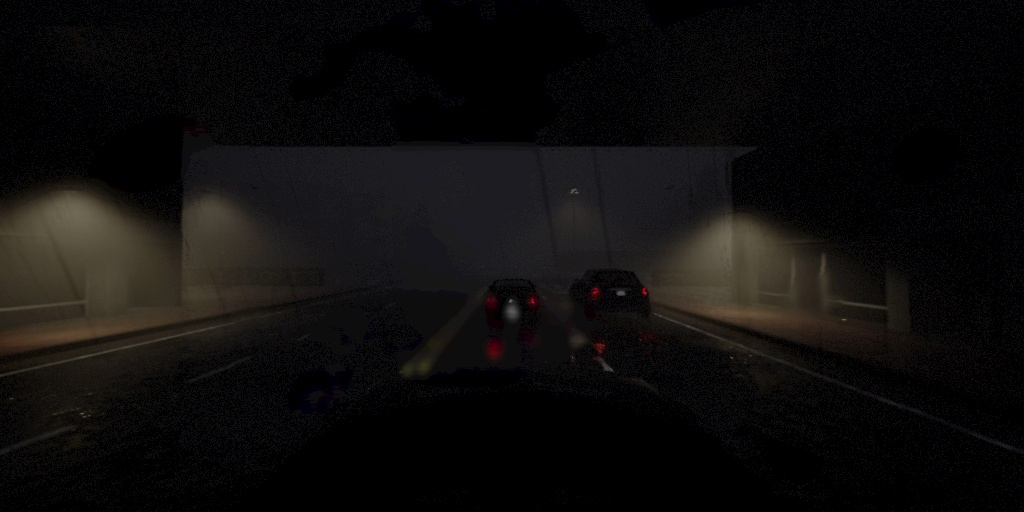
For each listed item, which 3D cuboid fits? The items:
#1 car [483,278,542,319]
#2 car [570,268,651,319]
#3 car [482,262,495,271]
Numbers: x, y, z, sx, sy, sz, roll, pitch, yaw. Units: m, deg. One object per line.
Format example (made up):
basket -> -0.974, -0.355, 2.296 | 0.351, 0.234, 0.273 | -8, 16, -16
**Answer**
car -> 0.040, 1.486, 13.438 | 1.895, 1.301, 4.718 | 0, -1, 1
car -> 3.545, 1.240, 13.719 | 2.097, 1.767, 4.553 | 0, -1, 1
car -> -4.164, 1.795, 63.400 | 2.097, 1.767, 4.553 | 0, -1, 1
